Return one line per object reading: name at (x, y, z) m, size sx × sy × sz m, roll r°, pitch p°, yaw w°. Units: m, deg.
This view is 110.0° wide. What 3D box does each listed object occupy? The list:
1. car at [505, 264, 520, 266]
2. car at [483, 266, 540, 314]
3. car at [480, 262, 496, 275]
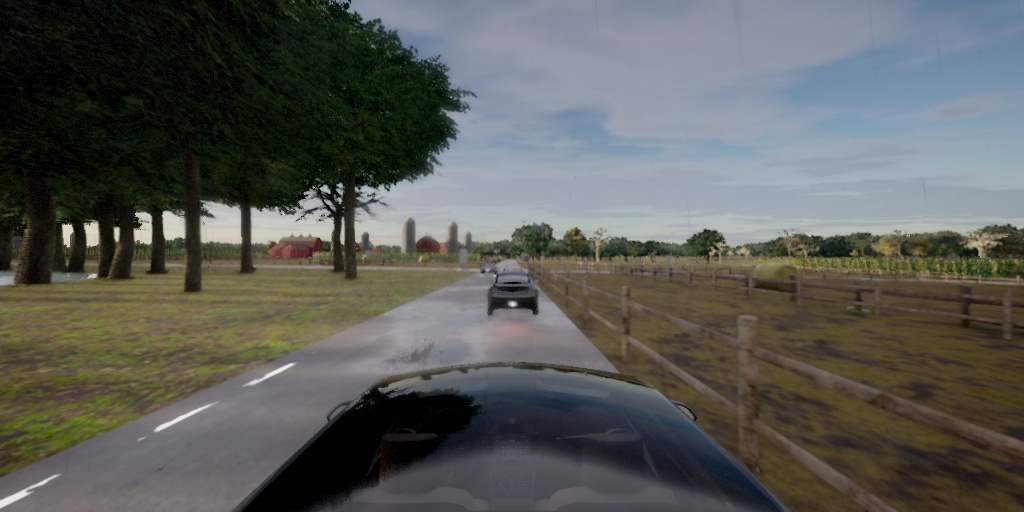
car at (0.053, 1.426, 30.411) m, size 1.882 × 1.535 × 5.008 m, roll 0°, pitch 0°, yaw 1°
car at (0.044, 1.350, 14.303) m, size 1.837 × 1.490 × 4.892 m, roll 0°, pitch 0°, yaw 0°
car at (-2.798, 1.518, 44.052) m, size 2.128 × 1.511 × 4.902 m, roll 0°, pitch 0°, yaw 1°
